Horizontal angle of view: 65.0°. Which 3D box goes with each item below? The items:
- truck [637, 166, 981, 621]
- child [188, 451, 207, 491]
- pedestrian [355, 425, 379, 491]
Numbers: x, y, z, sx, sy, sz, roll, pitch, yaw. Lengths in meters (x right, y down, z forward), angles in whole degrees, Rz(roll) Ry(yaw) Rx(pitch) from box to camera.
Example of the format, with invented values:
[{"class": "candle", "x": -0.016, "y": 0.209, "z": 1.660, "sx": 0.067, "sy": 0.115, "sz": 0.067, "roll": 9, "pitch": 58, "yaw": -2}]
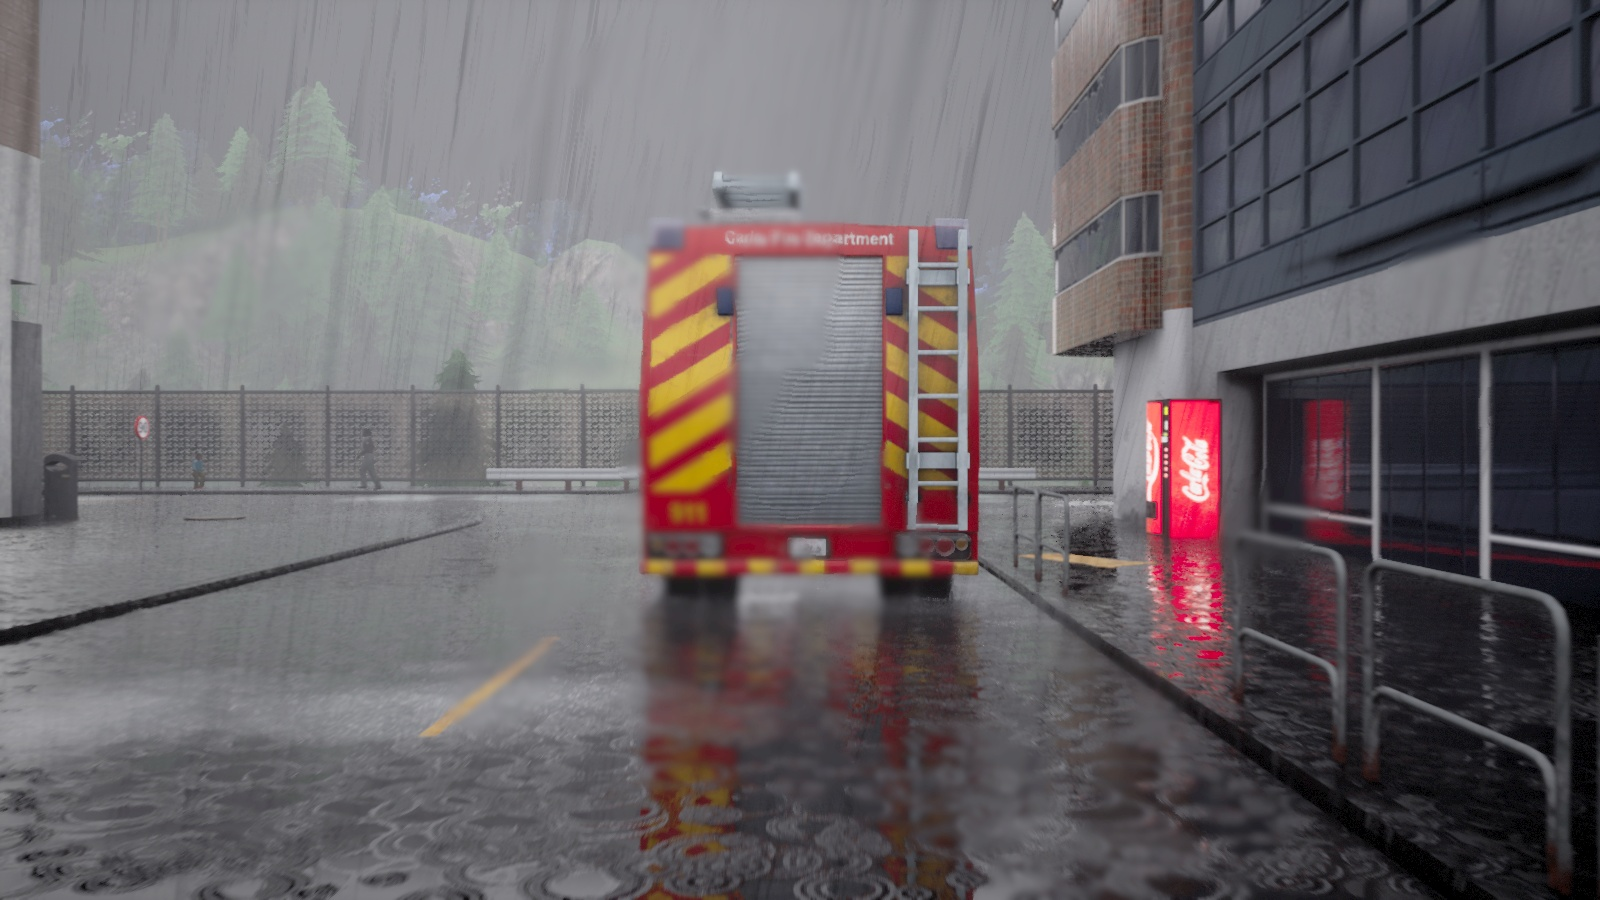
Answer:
[{"class": "truck", "x": 0.099, "y": -0.498, "z": 14.794, "sx": 2.891, "sy": 3.827, "sz": 8.468, "roll": 0, "pitch": 0, "yaw": 0}, {"class": "child", "x": -18.048, "y": 0.618, "z": 37.628, "sx": 0.448, "sy": 1.192, "sz": 0.343, "roll": 0, "pitch": 0, "yaw": 32}, {"class": "pedestrian", "x": -12.787, "y": 0.245, "z": 37.075, "sx": 0.666, "sy": 1.930, "sz": 0.402, "roll": 0, "pitch": 0, "yaw": -19}]
